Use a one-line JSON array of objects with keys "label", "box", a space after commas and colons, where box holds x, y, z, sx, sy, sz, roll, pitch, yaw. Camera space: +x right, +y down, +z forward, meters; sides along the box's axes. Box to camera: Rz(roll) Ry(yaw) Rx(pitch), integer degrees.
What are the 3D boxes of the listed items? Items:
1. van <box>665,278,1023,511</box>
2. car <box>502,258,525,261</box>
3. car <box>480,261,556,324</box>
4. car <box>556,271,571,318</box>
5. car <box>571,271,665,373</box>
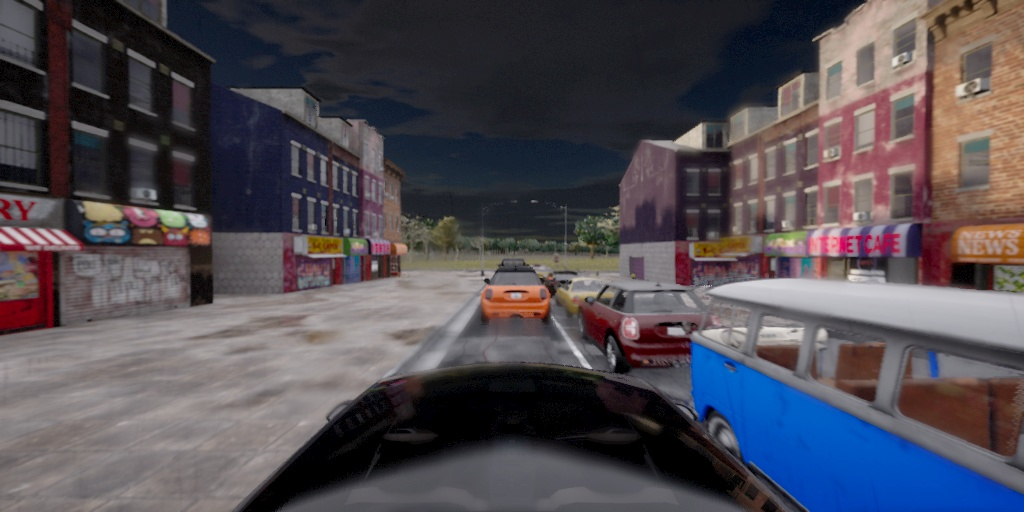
[{"label": "van", "box": [2.637, 1.094, 2.127, 1.690, 1.789, 3.998, 0, 0, 0]}, {"label": "car", "box": [0.098, 1.143, 26.295, 2.150, 2.045, 5.566, 0, 0, 0]}, {"label": "car", "box": [0.085, 1.176, 12.388, 2.097, 1.767, 4.553, 0, 0, -1]}, {"label": "car", "box": [2.638, 1.355, 13.362, 1.751, 1.417, 4.829, 0, 0, 0]}, {"label": "car", "box": [2.637, 1.231, 7.659, 1.967, 1.591, 4.097, 0, 0, 0]}]
